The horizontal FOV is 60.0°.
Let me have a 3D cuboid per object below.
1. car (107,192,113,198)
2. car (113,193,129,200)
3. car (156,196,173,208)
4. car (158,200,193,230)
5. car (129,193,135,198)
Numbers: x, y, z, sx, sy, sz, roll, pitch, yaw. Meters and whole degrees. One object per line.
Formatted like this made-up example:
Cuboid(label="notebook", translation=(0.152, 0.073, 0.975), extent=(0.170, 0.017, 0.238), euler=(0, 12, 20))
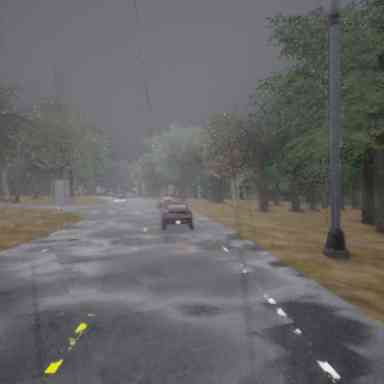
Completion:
Cuboid(label="car", translation=(-22.039, 0.829, 90.998), extent=(2.033, 1.411, 5.357), euler=(0, 1, -22))
Cuboid(label="car", translation=(-16.126, 1.040, 75.017), extent=(1.895, 1.301, 4.718), euler=(0, 1, -18))
Cuboid(label="car", translation=(-3.228, 1.245, 40.982), extent=(1.812, 1.442, 4.674), euler=(-3, 0, -12))
Cuboid(label="car", translation=(-1.012, 1.432, 20.792), extent=(1.837, 1.490, 4.892), euler=(-2, 0, -6))
Cuboid(label="car", translation=(-15.882, 0.877, 84.883), extent=(1.994, 1.385, 4.181), euler=(0, 1, -22))
